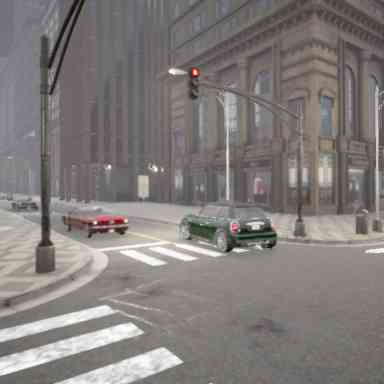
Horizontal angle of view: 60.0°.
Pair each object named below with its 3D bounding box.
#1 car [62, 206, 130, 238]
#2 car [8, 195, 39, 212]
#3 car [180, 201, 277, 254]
[{"bbox_3d":[-4.841,1.375,16.435,1.895,1.301,4.718,0,1,-36],"label":"car"},{"bbox_3d":[-16.085,1.133,32.008,1.895,1.301,4.718,0,1,-36],"label":"car"},{"bbox_3d":[1.226,1.193,13.226,2.097,1.767,4.553,-1,1,-26],"label":"car"}]
